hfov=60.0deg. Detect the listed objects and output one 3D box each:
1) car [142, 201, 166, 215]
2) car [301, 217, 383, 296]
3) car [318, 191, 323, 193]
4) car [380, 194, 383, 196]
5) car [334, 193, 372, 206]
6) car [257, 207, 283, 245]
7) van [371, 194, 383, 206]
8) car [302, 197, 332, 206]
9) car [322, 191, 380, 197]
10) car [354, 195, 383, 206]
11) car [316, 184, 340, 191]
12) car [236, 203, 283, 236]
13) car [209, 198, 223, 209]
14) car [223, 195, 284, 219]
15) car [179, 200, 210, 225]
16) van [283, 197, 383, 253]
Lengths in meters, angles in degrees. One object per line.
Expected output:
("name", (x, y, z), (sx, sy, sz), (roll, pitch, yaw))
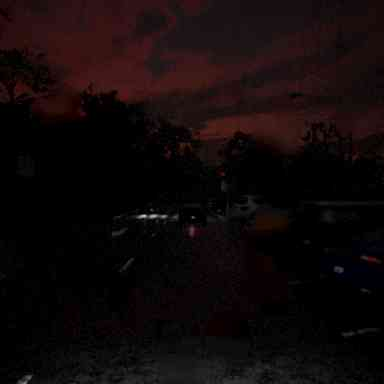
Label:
("car", (-3.888, 1.599, 34.725), (1.994, 1.385, 4.181), (0, 0, 2))
("car", (5.362, 1.491, 7.742), (5.008, 1.535, 2.097), (1, 0, -20))
("car", (23.927, 1.299, 55.931), (2.435, 2.045, 5.566), (0, -1, -21))
("car", (24.202, 1.279, 38.984), (2.435, 2.045, 5.566), (-1, 1, -21))
("car", (26.988, 1.300, 55.971), (2.435, 2.045, 5.566), (1, -1, -22))
("car", (5.371, 1.536, 13.745), (4.674, 1.452, 2.002), (1, 0, -20))
("van", (32.963, 1.330, 56.257), (1.878, 1.987, 4.442), (0, -1, -22))
("car", (20.904, 1.579, 55.846), (2.163, 1.488, 4.792), (0, -1, -21))
("car", (18.321, 1.277, 38.784), (2.435, 2.045, 5.566), (0, 1, -21))
("car", (29.983, 1.428, 56.102), (2.185, 1.767, 4.553), (1, -1, -22))
("car", (25.787, -0.725, 62.946), (4.902, 1.511, 2.128), (-5, 0, -1))
("car", (5.186, 1.494, 16.686), (5.366, 1.575, 1.946), (1, 0, -20))
("car", (3.603, 1.546, 41.985), (4.892, 1.490, 1.837), (0, -3, -44))
("car", (5.370, 1.254, 22.780), (5.566, 2.045, 2.435), (1, 0, -20))
("car", (0.054, 1.498, 24.094), (1.882, 1.535, 5.008), (0, 0, 0))
("van", (5.480, 1.269, 10.788), (4.442, 1.987, 1.878), (1, 0, -20))
